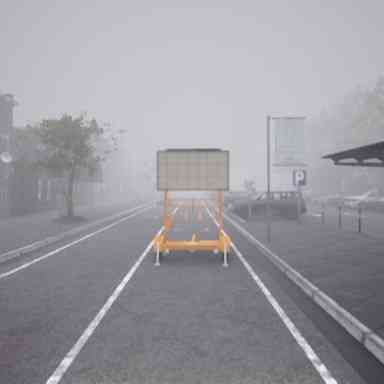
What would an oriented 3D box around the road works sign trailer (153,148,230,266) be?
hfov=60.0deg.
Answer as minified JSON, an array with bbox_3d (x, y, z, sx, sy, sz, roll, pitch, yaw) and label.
[{"bbox_3d":[0.036,0.357,11.117,2.380,3.560,2.880,0,1,2],"label":"road works sign trailer"}]

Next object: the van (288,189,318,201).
[{"bbox_3d":[18.833,0.509,56.330,4.442,1.987,1.878,0,1,0],"label":"van"}]

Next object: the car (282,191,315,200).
[{"bbox_3d":[18.896,0.676,59.109,5.366,1.575,1.946,0,1,0],"label":"car"}]

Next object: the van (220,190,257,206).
[{"bbox_3d":[5.788,0.764,41.715,4.442,1.987,1.878,0,1,0],"label":"van"}]

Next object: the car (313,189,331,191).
[{"bbox_3d":[18.701,0.592,50.777,5.566,2.045,2.435,0,1,0],"label":"car"}]

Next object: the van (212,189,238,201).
[{"bbox_3d":[5.748,0.463,58.537,4.442,1.987,1.878,0,1,0],"label":"van"}]

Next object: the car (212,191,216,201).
[{"bbox_3d":[5.655,0.943,47.329,4.674,1.452,2.002,0,1,0],"label":"car"}]

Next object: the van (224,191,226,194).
[{"bbox_3d":[5.808,0.875,33.304,4.442,1.987,1.878,0,1,0],"label":"van"}]

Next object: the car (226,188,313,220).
[{"bbox_3d":[5.683,0.955,24.894,5.566,2.045,2.435,0,1,0],"label":"car"}]

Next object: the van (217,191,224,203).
[{"bbox_3d":[5.561,0.804,38.913,4.442,1.987,1.878,0,1,0],"label":"van"}]

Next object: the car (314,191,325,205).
[{"bbox_3d":[18.934,0.978,42.454,5.366,1.575,1.946,0,1,0],"label":"car"}]

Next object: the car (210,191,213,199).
[{"bbox_3d":[5.657,0.854,50.131,4.892,1.521,2.231,0,1,0],"label":"car"}]

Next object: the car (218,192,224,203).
[{"bbox_3d":[5.679,1.066,36.109,5.008,1.535,2.097,0,1,0],"label":"car"}]

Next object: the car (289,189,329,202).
[{"bbox_3d":[18.751,0.540,53.554,5.566,2.045,2.435,0,1,0],"label":"car"}]

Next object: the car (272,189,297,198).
[{"bbox_3d":[18.721,0.384,67.433,4.553,1.767,2.185,0,1,0],"label":"car"}]

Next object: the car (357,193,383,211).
[{"bbox_3d":[18.781,1.127,31.349,5.008,1.535,2.097,0,1,0],"label":"car"}]

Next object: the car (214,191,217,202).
[{"bbox_3d":[5.694,0.979,44.521,4.792,1.488,2.163,0,1,0],"label":"car"}]

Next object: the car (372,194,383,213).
[{"bbox_3d":[18.787,1.161,28.573,5.008,1.535,2.097,0,1,0],"label":"car"}]

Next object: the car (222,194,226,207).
[{"bbox_3d":[5.519,1.168,27.700,5.366,1.575,1.946,0,1,0],"label":"car"}]

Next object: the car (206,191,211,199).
[{"bbox_3d":[5.610,0.495,55.733,5.566,2.045,2.435,0,1,0],"label":"car"}]

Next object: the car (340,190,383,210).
[{"bbox_3d":[18.740,0.841,34.121,5.566,2.045,2.435,0,1,0],"label":"car"}]

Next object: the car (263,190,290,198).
[{"bbox_3d":[18.491,0.393,72.984,5.366,1.575,1.946,0,1,0],"label":"car"}]

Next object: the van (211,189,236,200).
[{"bbox_3d":[5.741,0.406,61.340,4.442,1.987,1.878,0,1,0],"label":"van"}]

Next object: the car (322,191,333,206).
[{"bbox_3d":[18.750,1.020,39.676,5.008,1.535,2.097,0,1,0],"label":"car"}]

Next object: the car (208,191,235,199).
[{"bbox_3d":[5.612,0.576,64.147,4.892,1.521,2.231,0,1,0],"label":"car"}]

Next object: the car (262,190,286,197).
[{"bbox_3d":[18.676,0.341,75.761,4.892,1.521,2.231,0,1,0],"label":"car"}]

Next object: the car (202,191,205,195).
[{"bbox_3d":[5.569,0.152,72.550,5.566,2.045,2.435,0,1,0],"label":"car"}]

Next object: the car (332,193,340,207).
[{"bbox_3d":[18.756,1.059,36.899,4.892,1.521,2.231,0,1,0],"label":"car"}]

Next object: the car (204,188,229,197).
[{"bbox_3d":[5.563,0.095,75.353,5.566,2.045,2.435,0,1,0],"label":"car"}]

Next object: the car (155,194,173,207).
[{"bbox_3d":[-3.389,0.988,41.287,1.837,1.490,4.892,0,1,0],"label":"car"}]

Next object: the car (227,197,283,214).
[{"bbox_3d":[5.700,1.176,30.504,4.674,1.452,2.002,0,1,0],"label":"car"}]

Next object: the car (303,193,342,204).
[{"bbox_3d":[18.765,0.922,48.008,4.792,1.488,2.163,0,1,0],"label":"car"}]

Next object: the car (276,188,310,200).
[{"bbox_3d":[18.732,0.371,61.879,5.566,2.045,2.435,0,1,0],"label":"car"}]
